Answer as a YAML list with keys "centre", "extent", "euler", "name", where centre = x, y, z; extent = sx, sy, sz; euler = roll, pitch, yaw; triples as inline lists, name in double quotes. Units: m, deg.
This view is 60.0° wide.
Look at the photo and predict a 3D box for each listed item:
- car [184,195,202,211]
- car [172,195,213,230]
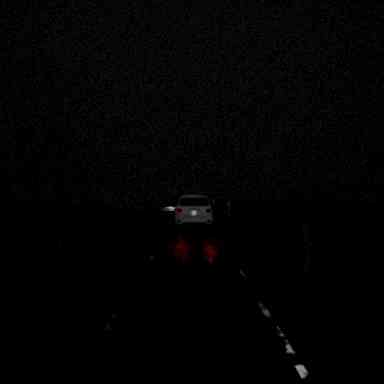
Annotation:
- centre: [0.124, 1.294, 40.076]
  extent: [2.097, 1.767, 4.553]
  euler: [0, 0, 0]
  name: "car"
- centre: [0.113, 1.188, 20.703]
  extent: [2.150, 2.045, 5.566]
  euler: [0, 0, 0]
  name: "car"
